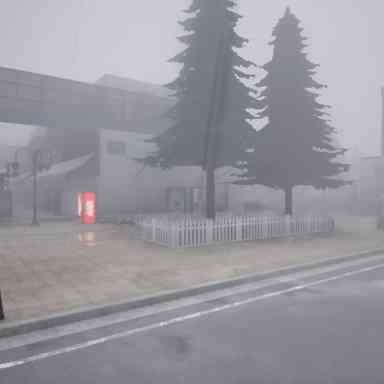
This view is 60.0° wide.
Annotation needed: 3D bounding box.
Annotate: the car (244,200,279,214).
[{"bbox_3d":[7.026,1.548,34.540,1.994,1.385,4.181,0,0,-34],"label":"car"}]
